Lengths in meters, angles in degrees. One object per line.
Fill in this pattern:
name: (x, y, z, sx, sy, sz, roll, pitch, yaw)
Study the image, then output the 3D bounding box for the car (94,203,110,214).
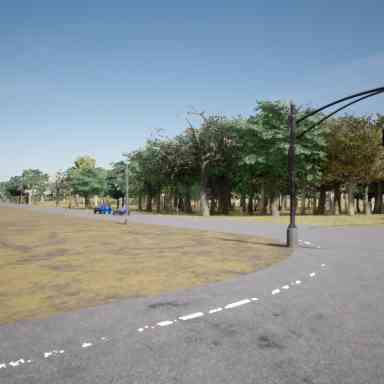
car: (-17.590, 3.259, 65.381, 2.150, 2.045, 5.566, 1, -2, -33)

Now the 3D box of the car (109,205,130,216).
car: (-12.093, 3.272, 56.974, 1.812, 1.442, 4.674, 1, -2, -33)
